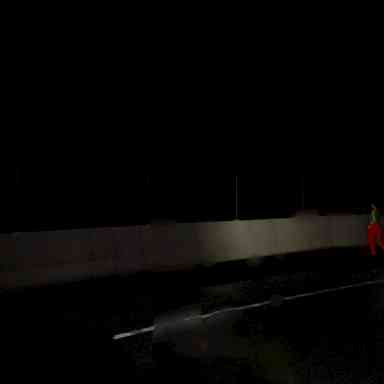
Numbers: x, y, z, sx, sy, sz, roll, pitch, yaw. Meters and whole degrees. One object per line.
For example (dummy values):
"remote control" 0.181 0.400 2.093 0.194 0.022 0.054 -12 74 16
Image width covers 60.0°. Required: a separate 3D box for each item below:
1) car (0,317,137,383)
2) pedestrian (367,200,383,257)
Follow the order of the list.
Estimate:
"car" -2.668 1.478 1.722 5.008 1.535 1.882 0 0 -37
"pedestrian" 5.865 1.143 10.604 0.375 1.860 0.375 0 0 -23
